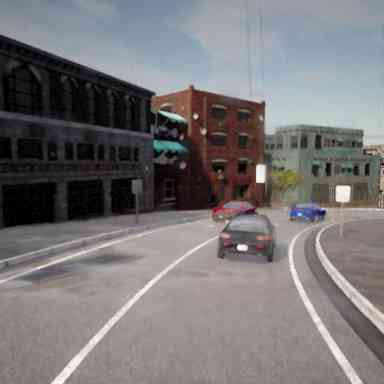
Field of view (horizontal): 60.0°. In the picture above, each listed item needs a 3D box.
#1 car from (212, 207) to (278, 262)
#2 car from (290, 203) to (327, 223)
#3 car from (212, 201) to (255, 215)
[{"bbox_3d":[2.149,1.533,12.335,1.812,1.442,4.674,1,0,15],"label":"car"},{"bbox_3d":[9.899,1.655,28.032,1.882,1.535,5.008,4,1,36],"label":"car"},{"bbox_3d":[3.179,1.397,24.371,1.882,1.535,5.008,3,1,30],"label":"car"}]
